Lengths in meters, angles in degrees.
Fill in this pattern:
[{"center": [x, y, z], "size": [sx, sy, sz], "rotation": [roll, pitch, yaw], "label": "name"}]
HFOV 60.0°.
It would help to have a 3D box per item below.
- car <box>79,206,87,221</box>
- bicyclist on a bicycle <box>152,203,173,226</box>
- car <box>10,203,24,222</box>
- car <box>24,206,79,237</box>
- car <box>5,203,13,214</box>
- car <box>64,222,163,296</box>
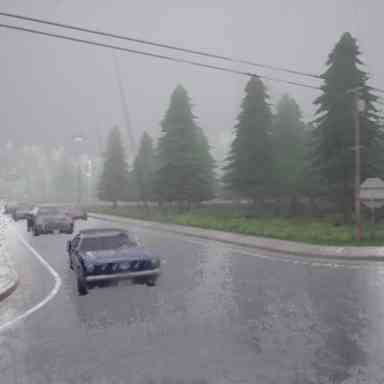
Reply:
[{"center": [-11.313, 1.980, 31.402], "size": [1.994, 1.385, 4.181], "rotation": [0, -1, -32], "label": "car"}, {"center": [-2.120, 1.590, 23.915], "size": [1.656, 1.620, 0.582], "rotation": [0, 0, -32], "label": "bicyclist on a bicycle"}, {"center": [-15.476, 2.001, 31.087], "size": [1.994, 1.385, 4.181], "rotation": [0, -1, -32], "label": "car"}, {"center": [-8.692, 1.643, 20.310], "size": [2.097, 1.767, 4.553], "rotation": [0, -1, -32], "label": "car"}, {"center": [-23.933, 2.168, 44.677], "size": [1.812, 1.442, 4.674], "rotation": [0, -1, -32], "label": "car"}, {"center": [-2.384, 1.746, 9.407], "size": [1.895, 1.301, 4.718], "rotation": [0, -1, -24], "label": "car"}]
